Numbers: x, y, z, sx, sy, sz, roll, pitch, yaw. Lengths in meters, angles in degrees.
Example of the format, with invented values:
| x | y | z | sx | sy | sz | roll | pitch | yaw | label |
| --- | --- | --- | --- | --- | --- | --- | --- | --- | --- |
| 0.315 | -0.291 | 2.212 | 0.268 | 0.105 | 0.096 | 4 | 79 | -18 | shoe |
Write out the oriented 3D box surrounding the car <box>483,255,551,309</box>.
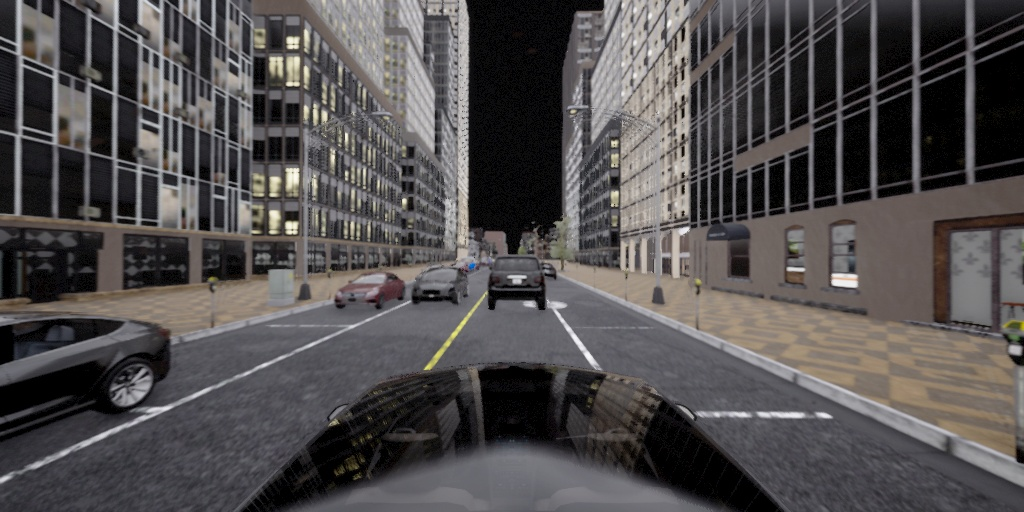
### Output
| x | y | z | sx | sy | sz | roll | pitch | yaw | label |
| --- | --- | --- | --- | --- | --- | --- | --- | --- | --- |
| 0.192 | 0.965 | 14.979 | 2.150 | 2.045 | 5.566 | 0 | 0 | 0 | car |

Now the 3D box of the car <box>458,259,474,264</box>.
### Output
| x | y | z | sx | sy | sz | roll | pitch | yaw | label |
| --- | --- | --- | --- | --- | --- | --- | --- | --- | --- |
| -5.424 | 1.251 | 37.471 | 1.888 | 1.381 | 4.507 | 0 | 0 | 0 | car |

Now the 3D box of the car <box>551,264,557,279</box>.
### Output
| x | y | z | sx | sy | sz | roll | pitch | yaw | label |
| --- | --- | --- | --- | --- | --- | --- | --- | --- | --- |
| 2.911 | 1.309 | 31.700 | 1.948 | 1.339 | 4.313 | 0 | 0 | 0 | car |

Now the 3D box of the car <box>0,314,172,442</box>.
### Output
| x | y | z | sx | sy | sz | roll | pitch | yaw | label |
| --- | --- | --- | --- | --- | --- | --- | --- | --- | --- |
| -5.695 | 1.292 | 3.319 | 1.948 | 1.339 | 4.313 | 0 | 0 | 0 | car |

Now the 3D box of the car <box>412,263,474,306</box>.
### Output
| x | y | z | sx | sy | sz | roll | pitch | yaw | label |
| --- | --- | --- | --- | --- | --- | --- | --- | --- | --- |
| -3.000 | 1.235 | 15.837 | 1.837 | 1.490 | 4.892 | 0 | 0 | 0 | car |

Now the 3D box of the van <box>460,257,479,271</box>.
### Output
| x | y | z | sx | sy | sz | roll | pitch | yaw | label |
| --- | --- | --- | --- | --- | --- | --- | --- | --- | --- |
| -5.379 | 1.041 | 43.164 | 1.690 | 1.789 | 3.998 | 0 | 0 | 0 | van |

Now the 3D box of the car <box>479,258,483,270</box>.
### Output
| x | y | z | sx | sy | sz | roll | pitch | yaw | label |
| --- | --- | --- | --- | --- | --- | --- | --- | --- | --- |
| -5.334 | 1.277 | 48.856 | 1.802 | 1.307 | 4.207 | 0 | 0 | 0 | car |

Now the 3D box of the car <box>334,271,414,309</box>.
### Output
| x | y | z | sx | sy | sz | roll | pitch | yaw | label |
| --- | --- | --- | --- | --- | --- | --- | --- | --- | --- |
| -5.604 | 1.303 | 14.702 | 1.802 | 1.307 | 4.207 | 0 | 0 | 0 | car |
